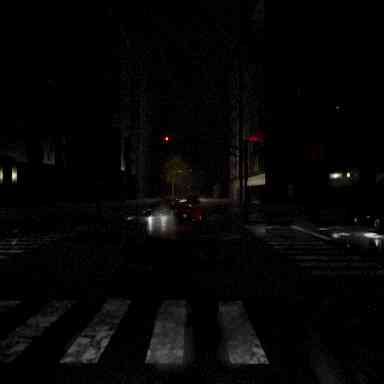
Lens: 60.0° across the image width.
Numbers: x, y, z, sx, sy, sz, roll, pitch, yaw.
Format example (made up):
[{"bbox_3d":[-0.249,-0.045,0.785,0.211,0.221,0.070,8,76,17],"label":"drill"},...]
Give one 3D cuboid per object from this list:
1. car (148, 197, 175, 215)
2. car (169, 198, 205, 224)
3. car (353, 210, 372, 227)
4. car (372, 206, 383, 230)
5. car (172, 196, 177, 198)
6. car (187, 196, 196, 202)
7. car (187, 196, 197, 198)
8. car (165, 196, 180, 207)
[{"bbox_3d":[-3.101,1.535,33.441,2.033,1.411,5.357,0,0,4],"label":"car"},{"bbox_3d":[-0.150,1.468,25.124,1.882,1.535,5.008,1,0,8],"label":"car"},{"bbox_3d":[12.599,1.488,20.600,4.902,1.511,2.128,0,0,0],"label":"car"},{"bbox_3d":[12.163,1.567,17.350,4.181,1.385,1.994,0,0,0],"label":"car"},{"bbox_3d":[-3.116,1.462,43.245,1.882,1.535,5.008,0,0,0],"label":"car"},{"bbox_3d":[-0.111,1.572,73.443,1.895,1.301,4.718,0,0,0],"label":"car"},{"bbox_3d":[0.027,1.333,50.477,2.097,1.767,4.553,0,0,0],"label":"car"},{"bbox_3d":[-3.078,1.472,53.407,2.128,1.511,4.902,0,0,0],"label":"car"}]
